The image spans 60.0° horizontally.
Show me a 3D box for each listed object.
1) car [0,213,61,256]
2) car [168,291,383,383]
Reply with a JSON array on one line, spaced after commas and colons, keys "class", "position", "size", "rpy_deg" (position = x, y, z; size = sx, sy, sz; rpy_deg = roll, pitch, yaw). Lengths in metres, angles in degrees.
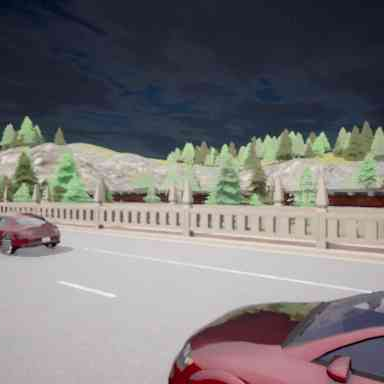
[{"class": "car", "position": [-7.183, 1.576, 13.399], "size": [4.674, 1.442, 1.812], "rpy_deg": [0, 0, 35]}, {"class": "car", "position": [1.819, 1.564, 2.695], "size": [4.181, 1.385, 1.994], "rpy_deg": [0, 0, 36]}]
